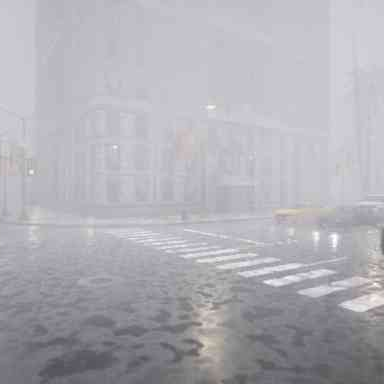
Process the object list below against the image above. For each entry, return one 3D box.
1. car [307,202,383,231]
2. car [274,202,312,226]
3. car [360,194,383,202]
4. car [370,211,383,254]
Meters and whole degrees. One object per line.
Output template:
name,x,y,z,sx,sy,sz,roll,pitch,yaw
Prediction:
car,9.953,1.547,20.924,5.357,1.411,2.033,0,0,-34
car,8.027,1.478,23.842,5.008,1.535,1.882,0,0,-34
car,16.513,1.221,29.463,5.566,2.045,2.150,0,0,-33
car,8.461,1.498,11.388,5.008,1.535,1.882,0,0,-34
